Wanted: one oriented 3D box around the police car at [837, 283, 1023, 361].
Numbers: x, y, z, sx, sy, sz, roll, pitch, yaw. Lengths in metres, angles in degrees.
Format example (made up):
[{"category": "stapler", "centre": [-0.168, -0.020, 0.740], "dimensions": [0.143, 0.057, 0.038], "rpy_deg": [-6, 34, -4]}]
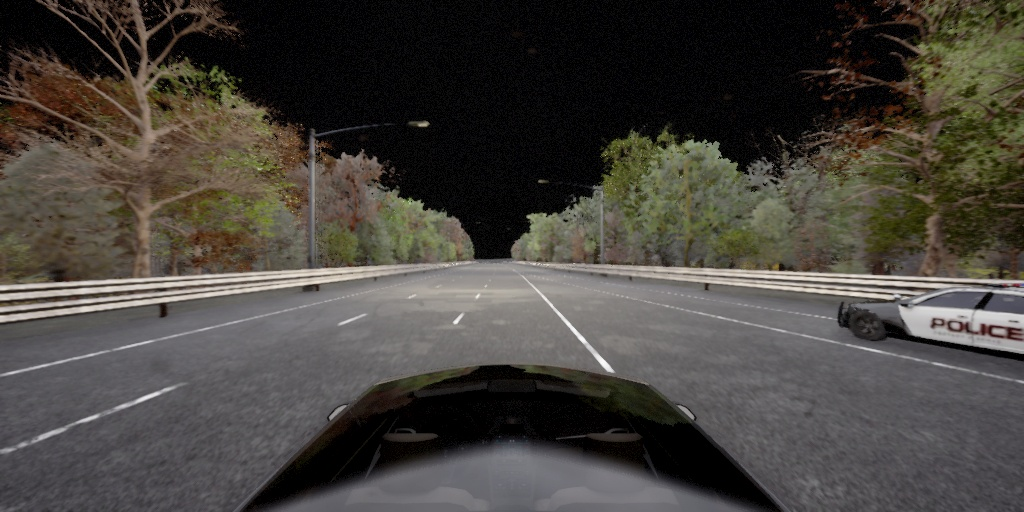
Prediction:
[{"category": "police car", "centre": [9.882, 1.336, 7.505], "dimensions": [2.038, 1.542, 4.974], "rpy_deg": [0, 0, -10]}]
